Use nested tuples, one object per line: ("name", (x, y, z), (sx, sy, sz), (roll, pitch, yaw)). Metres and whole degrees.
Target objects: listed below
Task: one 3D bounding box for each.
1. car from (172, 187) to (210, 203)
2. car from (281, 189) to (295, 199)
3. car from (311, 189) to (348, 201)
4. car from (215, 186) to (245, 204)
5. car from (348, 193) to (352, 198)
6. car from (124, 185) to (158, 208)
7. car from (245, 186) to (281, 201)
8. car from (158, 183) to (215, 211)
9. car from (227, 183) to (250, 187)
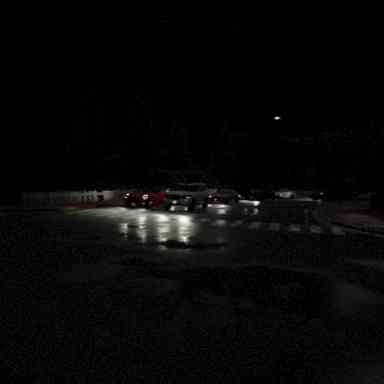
("car", (-0.003, 0.246, 35.390), (1.882, 1.535, 5.008), (3, 2, 28))
("car", (13.549, 0.234, 50.245), (4.674, 1.442, 1.812), (1, 2, -29))
("car", (19.935, 0.300, 49.042), (4.553, 1.767, 2.097), (1, 2, -20))
("car", (3.509, 0.429, 34.651), (1.812, 1.442, 4.674), (3, 2, 30))
("car", (23.231, 0.438, 53.972), (5.357, 1.411, 2.033), (1, 2, -15))
("car", (-3.552, 0.288, 26.878), (2.097, 1.767, 4.553), (3, 2, 21))
("car", (8.822, 0.362, 41.817), (4.674, 1.442, 1.812), (0, 3, -44))
("car", (-0.277, 0.296, 25.789), (2.150, 2.045, 5.566), (2, 2, 19))
("car", (5.698, -0.103, 43.691), (2.150, 2.045, 5.566), (4, 3, 44))
